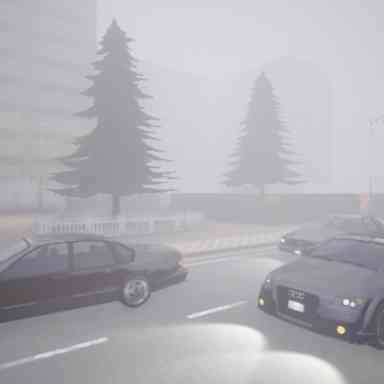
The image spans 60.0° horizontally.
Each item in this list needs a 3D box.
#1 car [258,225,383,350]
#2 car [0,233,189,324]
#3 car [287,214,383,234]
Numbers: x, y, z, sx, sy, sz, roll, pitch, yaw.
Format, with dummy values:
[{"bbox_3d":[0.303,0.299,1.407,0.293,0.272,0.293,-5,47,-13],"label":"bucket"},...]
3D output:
[{"bbox_3d":[3.212,1.566,6.267,4.181,1.385,1.994,0,0,-36],"label":"car"},{"bbox_3d":[-2.662,1.548,6.440,5.357,1.411,2.033,0,0,-34],"label":"car"},{"bbox_3d":[5.570,1.551,12.244,5.357,1.411,2.033,0,0,-35],"label":"car"}]
